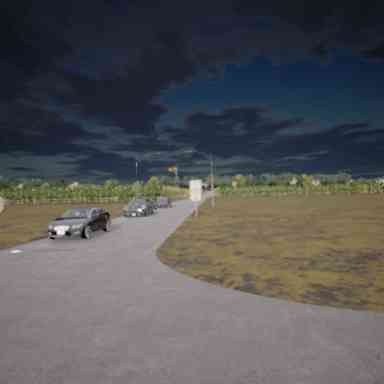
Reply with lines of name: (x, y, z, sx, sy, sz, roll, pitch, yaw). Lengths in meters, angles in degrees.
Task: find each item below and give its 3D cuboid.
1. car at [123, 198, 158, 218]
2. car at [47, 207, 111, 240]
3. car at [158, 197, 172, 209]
car: (-4.880, 1.364, 30.778, 2.097, 1.767, 4.553, -2, 0, 4)
car: (-5.784, 1.561, 17.606, 2.128, 1.511, 4.902, -2, 0, 5)
car: (-3.892, 1.472, 45.126, 1.837, 1.490, 4.892, -2, 1, 4)
